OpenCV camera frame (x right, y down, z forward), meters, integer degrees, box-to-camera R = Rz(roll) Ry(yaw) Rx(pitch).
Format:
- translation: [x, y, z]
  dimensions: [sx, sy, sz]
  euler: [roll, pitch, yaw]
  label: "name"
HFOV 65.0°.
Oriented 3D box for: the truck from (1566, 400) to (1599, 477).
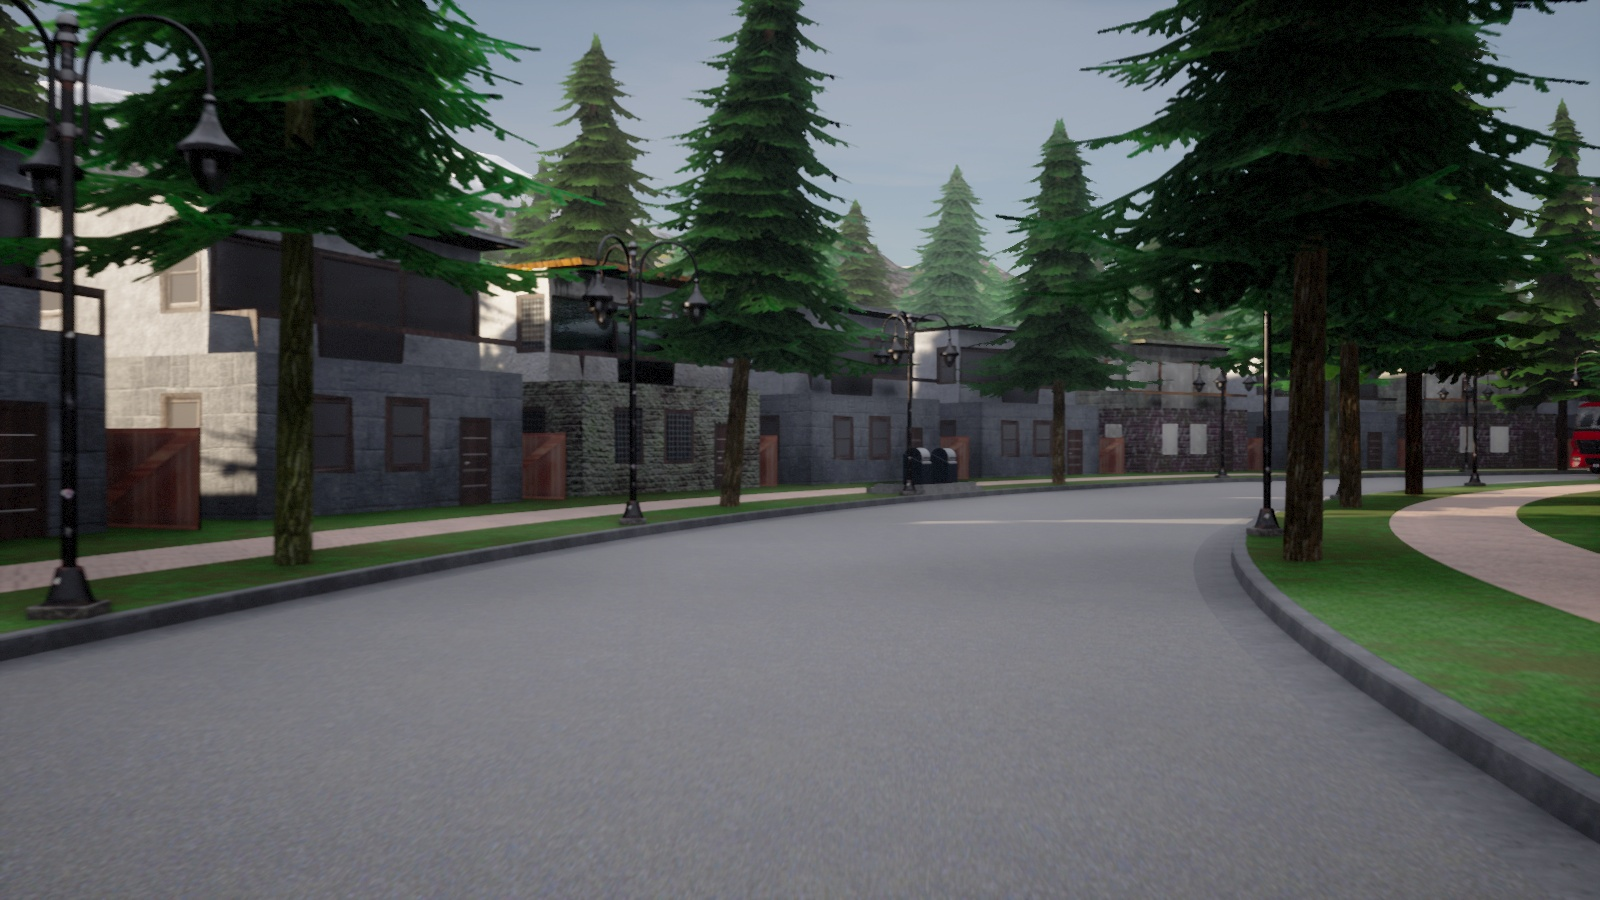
- translation: [39.376, -0.513, 57.423]
  dimensions: [7.936, 3.462, 2.891]
  euler: [0, 0, -17]
  label: "truck"
